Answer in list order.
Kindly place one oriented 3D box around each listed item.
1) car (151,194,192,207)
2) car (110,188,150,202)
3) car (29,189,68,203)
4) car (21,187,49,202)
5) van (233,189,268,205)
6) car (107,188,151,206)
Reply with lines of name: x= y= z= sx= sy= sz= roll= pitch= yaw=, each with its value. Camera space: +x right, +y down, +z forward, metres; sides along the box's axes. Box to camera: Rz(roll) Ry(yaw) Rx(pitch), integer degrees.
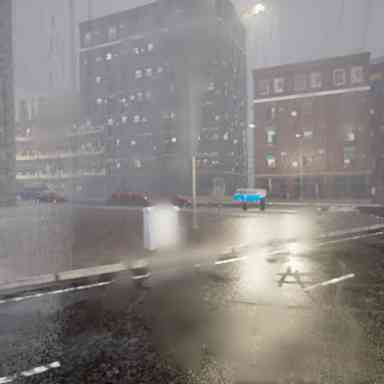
car: x=-1.666 y=0.888 z=33.906 sx=4.206 sy=1.307 sz=1.802 roll=1 pitch=0 yaw=23
car: x=-8.576 y=0.370 z=46.030 sx=5.009 sy=1.841 sz=2.192 roll=1 pitch=0 yaw=23
car: x=-17.176 y=0.701 z=40.624 sx=4.507 sy=1.381 sz=1.887 roll=1 pitch=0 yaw=23
car: x=-20.472 y=0.288 z=44.907 sx=5.566 sy=2.045 sz=2.150 roll=0 pitch=1 yaw=24
van: x=6.929 y=0.543 z=39.315 sx=3.998 sy=1.788 sz=1.690 roll=1 pitch=0 yaw=23
car: x=-6.832 y=0.572 z=36.145 sx=5.009 sy=1.841 sz=2.192 roll=1 pitch=0 yaw=23
